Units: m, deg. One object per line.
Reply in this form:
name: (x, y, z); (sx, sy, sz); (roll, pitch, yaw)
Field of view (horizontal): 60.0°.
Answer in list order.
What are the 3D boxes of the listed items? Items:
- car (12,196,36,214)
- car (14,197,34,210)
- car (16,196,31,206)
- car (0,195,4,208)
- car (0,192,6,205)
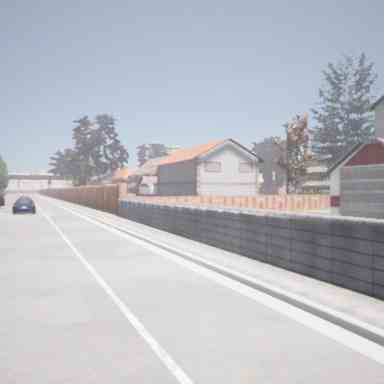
car: (-16.457, 1.379, 32.632); (1.994, 1.385, 4.181); (0, 0, -26)
car: (-20.607, 1.317, 40.818); (2.033, 1.411, 5.357); (0, 0, -26)
car: (-24.801, 1.288, 48.972); (1.994, 1.385, 4.181); (0, 0, -27)
car: (-23.644, 1.357, 39.068); (1.994, 1.385, 4.181); (0, 0, -26)
car: (-27.940, 0.968, 47.419); (2.150, 2.045, 5.566); (0, 0, -27)
